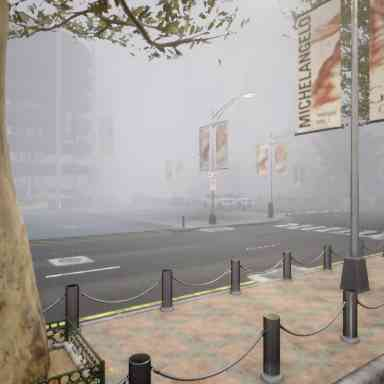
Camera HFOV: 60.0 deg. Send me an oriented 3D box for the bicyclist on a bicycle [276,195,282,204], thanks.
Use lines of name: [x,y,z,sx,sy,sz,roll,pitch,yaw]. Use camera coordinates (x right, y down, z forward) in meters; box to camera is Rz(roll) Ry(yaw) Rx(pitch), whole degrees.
bicyclist on a bicycle: [15.736,1.301,60.476,1.656,1.620,0.582,0,0,-36]

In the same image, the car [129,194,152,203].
car: [-11.237,1.355,72.586,4.553,1.767,2.097,0,0,26]

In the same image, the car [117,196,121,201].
car: [-19.513,1.418,79.668,5.008,1.535,1.882,0,0,12]

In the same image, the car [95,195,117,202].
car: [-20.478,1.450,76.304,4.892,1.490,1.837,0,0,12]

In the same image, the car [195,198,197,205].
car: [0.715,1.601,56.502,1.895,1.301,4.718,0,0,-37]

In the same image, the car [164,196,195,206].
car: [-2.147,1.505,54.463,1.837,1.490,4.892,0,0,-37]

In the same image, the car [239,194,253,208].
car: [6.425,1.221,48.576,2.150,2.045,5.566,0,0,-35]

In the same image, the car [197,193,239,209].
car: [3.569,1.221,46.552,2.150,2.045,5.566,0,0,-35]

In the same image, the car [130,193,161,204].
car: [-9.088,1.221,62.283,5.566,2.045,2.150,0,0,40]

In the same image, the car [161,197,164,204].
car: [-5.765,1.601,63.974,4.718,1.301,1.895,0,0,43]
